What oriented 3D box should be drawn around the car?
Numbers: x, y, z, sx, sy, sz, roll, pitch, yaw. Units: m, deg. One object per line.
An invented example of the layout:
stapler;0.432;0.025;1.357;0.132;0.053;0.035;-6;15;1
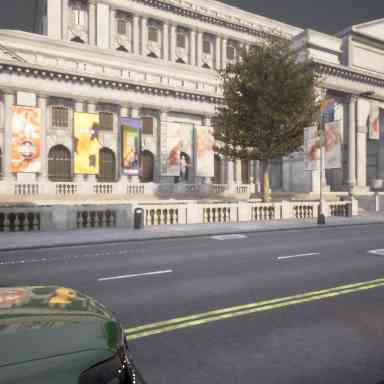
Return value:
car;-2.905;1.221;1.492;5.566;2.045;2.150;0;0;-37
